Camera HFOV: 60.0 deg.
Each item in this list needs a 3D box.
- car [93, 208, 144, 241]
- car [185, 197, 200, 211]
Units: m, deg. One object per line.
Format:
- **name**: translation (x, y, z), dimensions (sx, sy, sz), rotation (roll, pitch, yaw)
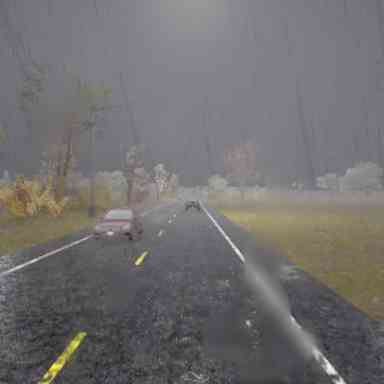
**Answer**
- **car**: translation (-3.603, 1.578, 17.039), dimensions (1.812, 1.442, 4.674), rotation (0, 0, 0)
- **car**: translation (0.113, 1.633, 44.008), dimensions (1.837, 1.490, 4.892), rotation (0, -1, 0)
